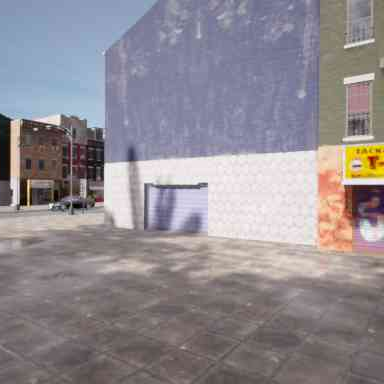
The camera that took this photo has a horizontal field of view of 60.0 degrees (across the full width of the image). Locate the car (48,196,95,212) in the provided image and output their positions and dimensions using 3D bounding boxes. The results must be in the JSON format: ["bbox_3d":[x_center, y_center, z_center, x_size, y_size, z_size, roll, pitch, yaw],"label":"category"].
[{"bbox_3d":[-12.369,1.182,34.426,2.128,1.511,4.902,1,1,36],"label":"car"}]
